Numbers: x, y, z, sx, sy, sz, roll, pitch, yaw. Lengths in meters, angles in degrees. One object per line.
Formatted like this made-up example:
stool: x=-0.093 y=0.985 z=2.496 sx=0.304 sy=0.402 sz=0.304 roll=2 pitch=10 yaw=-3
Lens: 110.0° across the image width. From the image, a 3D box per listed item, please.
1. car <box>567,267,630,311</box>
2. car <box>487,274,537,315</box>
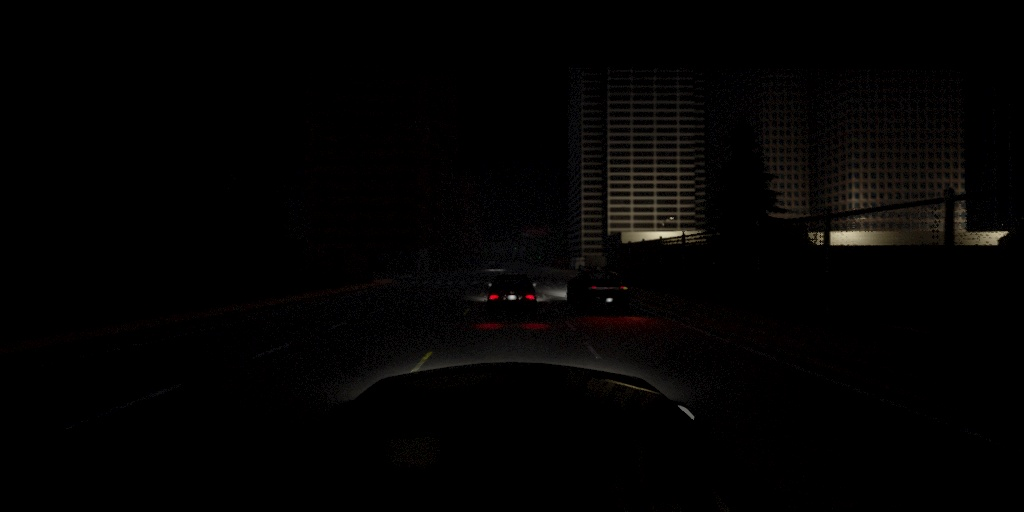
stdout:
car: x=3.519 y=1.394 z=15.314 sx=2.128 sy=1.511 sz=4.902 roll=0 pitch=0 yaw=0
car: x=0.010 y=1.438 z=14.320 sx=2.033 sy=1.411 sz=5.357 roll=0 pitch=-1 yaw=0
